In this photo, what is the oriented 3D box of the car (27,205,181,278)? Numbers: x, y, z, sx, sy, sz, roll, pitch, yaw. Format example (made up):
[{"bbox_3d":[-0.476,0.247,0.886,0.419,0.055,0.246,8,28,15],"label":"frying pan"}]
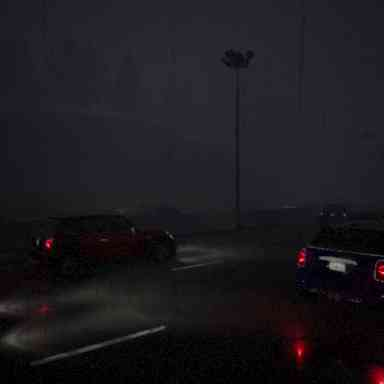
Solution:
[{"bbox_3d":[-2.724,1.471,10.805,4.553,1.767,2.097,1,-1,-38],"label":"car"}]

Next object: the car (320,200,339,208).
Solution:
[{"bbox_3d":[27.208,2.294,65.605,2.033,1.411,5.357,0,-1,40],"label":"car"}]

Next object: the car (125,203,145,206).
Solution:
[{"bbox_3d":[-3.146,1.805,29.711,1.882,1.535,5.008,0,-1,42],"label":"car"}]

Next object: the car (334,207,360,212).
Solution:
[{"bbox_3d":[9.411,1.709,17.423,1.837,1.490,4.892,0,-1,43],"label":"car"}]

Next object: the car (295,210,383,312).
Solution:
[{"bbox_3d":[4.378,1.443,7.632,4.553,1.767,2.097,1,-1,-40],"label":"car"}]

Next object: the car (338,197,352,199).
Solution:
[{"bbox_3d":[27.655,1.926,60.702,2.150,2.045,5.566,0,-1,40],"label":"car"}]

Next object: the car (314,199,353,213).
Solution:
[{"bbox_3d":[11.125,1.638,24.616,2.097,1.767,4.553,-1,-1,41],"label":"car"}]

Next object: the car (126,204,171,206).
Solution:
[{"bbox_3d":[-2.663,1.840,25.139,1.994,1.385,4.181,0,-1,44],"label":"car"}]

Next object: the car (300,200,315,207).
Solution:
[{"bbox_3d":[24.258,2.326,67.534,1.994,1.385,4.181,0,-1,40],"label":"car"}]

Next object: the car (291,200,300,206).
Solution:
[{"bbox_3d":[22.970,2.411,71.445,1.895,1.301,4.718,0,-1,40],"label":"car"}]

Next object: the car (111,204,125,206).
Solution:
[{"bbox_3d":[-5.411,1.832,32.422,1.882,1.535,5.008,0,-1,42],"label":"car"}]

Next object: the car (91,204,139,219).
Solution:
[{"bbox_3d":[-7.960,1.979,34.799,1.895,1.301,4.718,0,-1,41],"label":"car"}]
